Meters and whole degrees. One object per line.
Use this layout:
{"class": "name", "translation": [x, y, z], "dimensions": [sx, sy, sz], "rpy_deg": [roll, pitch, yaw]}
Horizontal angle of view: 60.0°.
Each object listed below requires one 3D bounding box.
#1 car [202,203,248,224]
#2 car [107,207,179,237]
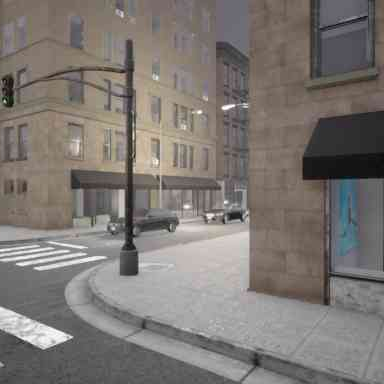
{"class": "car", "translation": [2.697, 1.640, 26.285], "dimensions": [2.128, 1.511, 4.902], "rpy_deg": [0, 0, 35]}
{"class": "car", "translation": [-2.604, 1.620, 18.810], "dimensions": [1.812, 1.442, 4.674], "rpy_deg": [0, 0, 37]}
